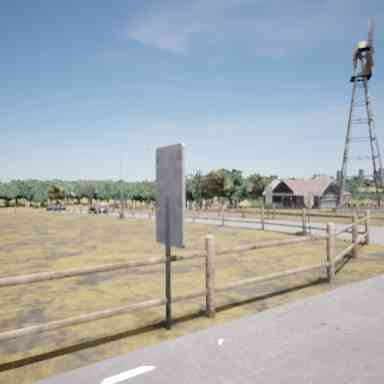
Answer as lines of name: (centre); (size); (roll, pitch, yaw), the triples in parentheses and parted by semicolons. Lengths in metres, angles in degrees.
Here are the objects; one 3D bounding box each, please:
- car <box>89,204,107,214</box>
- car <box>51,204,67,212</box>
car: (-14.937, 2.620, 52.412); (2.128, 1.511, 4.902); (0, -2, -35)
car: (-32.809, 3.969, 82.745); (2.097, 1.767, 4.553); (0, -3, -35)
